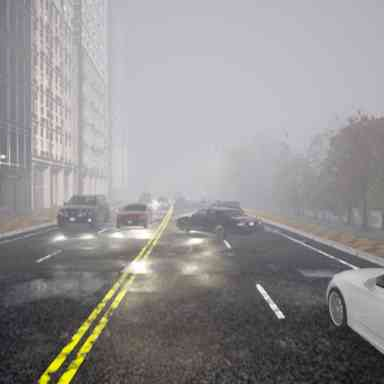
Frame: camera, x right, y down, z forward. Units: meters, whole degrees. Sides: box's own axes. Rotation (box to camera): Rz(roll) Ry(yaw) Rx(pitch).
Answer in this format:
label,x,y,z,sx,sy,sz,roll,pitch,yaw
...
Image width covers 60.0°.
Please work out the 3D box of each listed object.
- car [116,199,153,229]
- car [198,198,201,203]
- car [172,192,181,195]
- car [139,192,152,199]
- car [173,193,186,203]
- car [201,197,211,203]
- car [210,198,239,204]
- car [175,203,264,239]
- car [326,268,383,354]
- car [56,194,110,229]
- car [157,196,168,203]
label,x,y,z,sx,sy,sz,roll,pitch,yaw
car,-3.641,1.443,21.640,1.882,1.535,5.008,0,0,-1
car,1.969,1.405,48.066,2.128,1.511,4.902,0,0,-3
car,-3.518,0.999,80.441,2.150,2.045,5.566,0,0,-5
car,-8.778,1.098,63.340,2.150,2.045,5.566,0,0,-3
car,-2.075,1.445,61.995,1.994,1.385,4.181,0,0,-3
car,2.480,1.484,37.021,2.033,1.411,5.357,0,0,-2
car,2.862,1.461,26.001,2.163,1.488,4.792,0,0,-2
car,1.250,1.521,17.382,2.033,1.411,5.357,0,0,-36
car,3.240,1.520,3.862,1.812,1.442,4.674,0,0,0
car,-6.891,1.188,21.733,2.150,2.045,5.566,0,0,-1
car,-5.533,1.440,63.412,1.994,1.385,4.181,0,0,-3
